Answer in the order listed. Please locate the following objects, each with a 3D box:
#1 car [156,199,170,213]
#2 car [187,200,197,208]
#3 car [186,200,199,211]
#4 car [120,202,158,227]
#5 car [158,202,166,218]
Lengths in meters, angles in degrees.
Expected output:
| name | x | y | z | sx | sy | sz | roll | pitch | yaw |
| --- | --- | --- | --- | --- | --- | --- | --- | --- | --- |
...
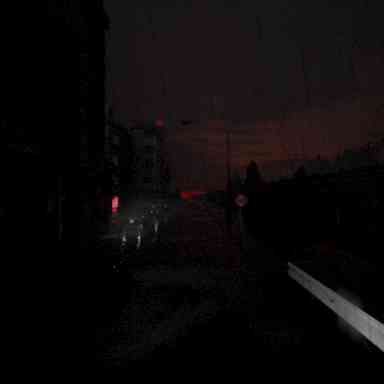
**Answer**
| name | x | y | z | sx | sy | sz | roll | pitch | yaw |
| --- | --- | --- | --- | --- | --- | --- | --- | --- | --- |
| car | -4.072 | 1.831 | 44.425 | 2.097 | 1.767 | 4.553 | 0 | -1 | 0 |
| car | -0.023 | 2.177 | 60.446 | 1.812 | 1.442 | 4.674 | 0 | -1 | 0 |
| car | 0.078 | 2.021 | 50.454 | 1.882 | 1.535 | 5.008 | 0 | -1 | 0 |
| car | -4.107 | 1.763 | 25.093 | 2.128 | 1.511 | 4.902 | 0 | -1 | 0 |
| car | -4.104 | 1.972 | 34.375 | 1.895 | 1.301 | 4.718 | 0 | -1 | 0 |
